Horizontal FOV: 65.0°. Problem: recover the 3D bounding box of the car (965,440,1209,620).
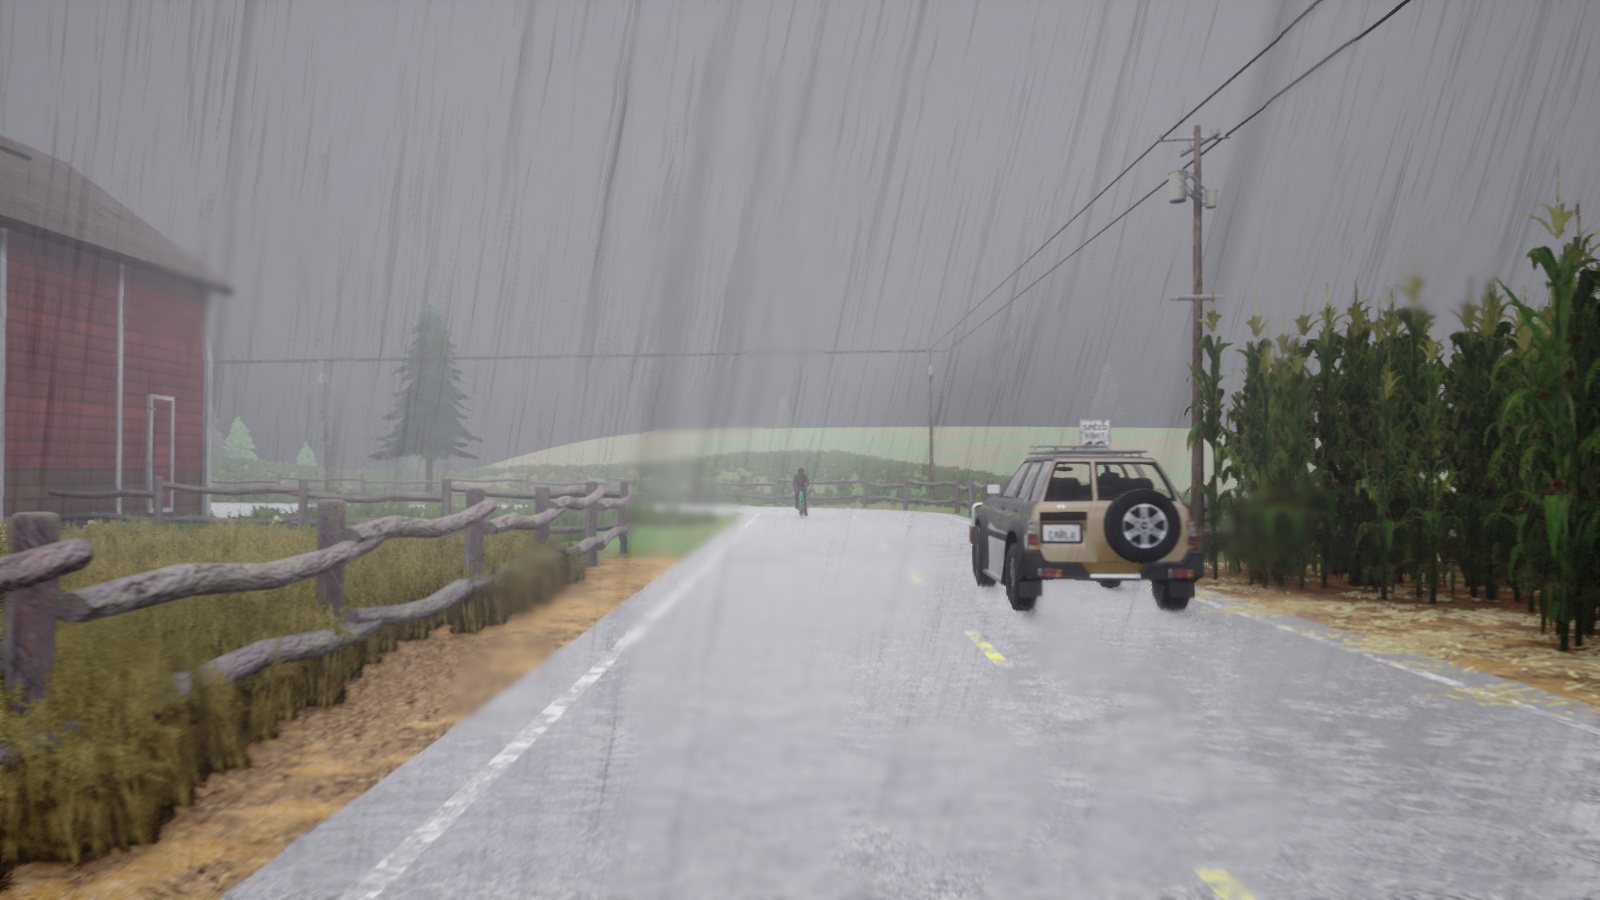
[{"bbox_3d":[3.277,0.862,15.323,1.932,1.855,4.605,0,-1,0],"label":"car"}]
